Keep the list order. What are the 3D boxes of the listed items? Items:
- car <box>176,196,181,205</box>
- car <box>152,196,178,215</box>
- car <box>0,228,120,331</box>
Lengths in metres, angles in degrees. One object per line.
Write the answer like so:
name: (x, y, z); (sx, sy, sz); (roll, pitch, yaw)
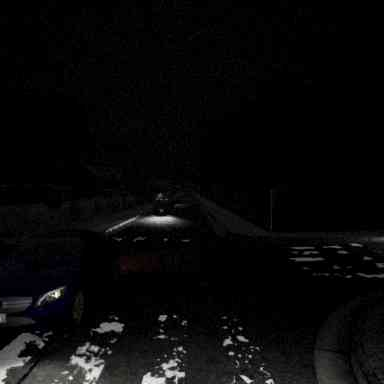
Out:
car: (-2.922, 1.395, 57.990); (1.882, 1.535, 5.008); (0, 0, 0)
car: (-2.847, 1.490, 33.509); (2.128, 1.511, 4.902); (0, 0, 0)
car: (-2.784, 1.556, 7.050); (1.812, 1.442, 4.674); (-1, -1, 0)
